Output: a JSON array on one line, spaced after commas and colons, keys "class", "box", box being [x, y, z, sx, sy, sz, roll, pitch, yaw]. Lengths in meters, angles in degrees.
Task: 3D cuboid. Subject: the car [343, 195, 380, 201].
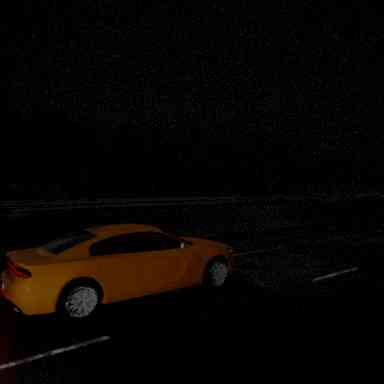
[{"class": "car", "box": [17.915, 1.231, 33.946, 4.718, 1.301, 1.895, -1, 0, -35]}]

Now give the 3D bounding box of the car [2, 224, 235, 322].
[{"class": "car", "box": [-1.268, 1.443, 7.265, 5.008, 1.535, 1.882, -1, 0, -36]}]

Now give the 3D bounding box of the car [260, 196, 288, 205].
[{"class": "car", "box": [10.590, 1.176, 41.621, 4.674, 1.442, 1.812, -1, 0, -35]}]

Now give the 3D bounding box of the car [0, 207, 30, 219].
[{"class": "car", "box": [-12.776, 1.599, 20.634, 4.718, 1.301, 1.895, -1, 0, -35]}]

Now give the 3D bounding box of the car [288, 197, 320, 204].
[{"class": "car", "box": [14.171, 1.232, 39.866, 4.718, 1.301, 1.895, -1, 0, -35]}]

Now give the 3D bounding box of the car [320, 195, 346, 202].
[{"class": "car", "box": [17.214, 1.111, 37.732, 4.902, 1.511, 2.128, 0, 0, -35]}]
